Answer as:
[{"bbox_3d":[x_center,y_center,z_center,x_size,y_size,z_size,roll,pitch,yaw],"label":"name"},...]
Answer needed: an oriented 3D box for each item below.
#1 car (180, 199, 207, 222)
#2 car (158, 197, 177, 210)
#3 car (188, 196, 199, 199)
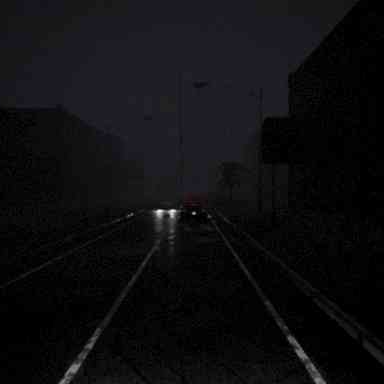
[{"bbox_3d":[0.140,1.460,25.472,1.994,1.385,4.181,0,0,0],"label":"car"},{"bbox_3d":[-3.027,1.333,40.024,1.812,1.442,4.674,0,0,0],"label":"car"},{"bbox_3d":[0.167,1.295,41.343,1.837,1.490,4.892,0,0,0],"label":"car"}]
